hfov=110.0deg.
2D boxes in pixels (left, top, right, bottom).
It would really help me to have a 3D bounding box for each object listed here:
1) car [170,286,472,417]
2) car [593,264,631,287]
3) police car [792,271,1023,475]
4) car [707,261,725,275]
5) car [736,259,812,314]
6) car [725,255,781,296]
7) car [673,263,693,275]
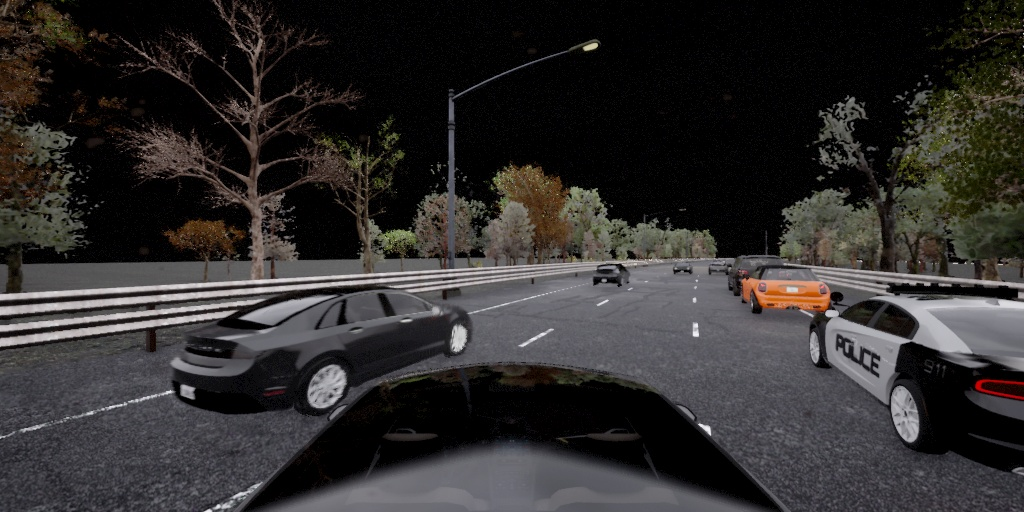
[{"bbox_3d":[-2.515,1.256,6.138,1.837,1.490,4.892,0,0,26],"label":"car"},{"bbox_3d":[6.980,1.273,24.909,1.837,1.490,4.892,0,0,28],"label":"car"},{"bbox_3d":[5.624,1.177,4.723,1.930,1.638,5.238,0,0,26],"label":"police car"},{"bbox_3d":[22.587,1.285,39.279,2.128,1.511,4.902,0,0,30],"label":"car"},{"bbox_3d":[9.980,1.110,13.429,2.097,1.767,4.553,0,0,27],"label":"car"},{"bbox_3d":[12.712,0.989,18.754,2.150,2.045,5.566,0,0,27],"label":"car"},{"bbox_3d":[19.468,1.393,40.737,1.895,1.301,4.718,0,0,29],"label":"car"}]
